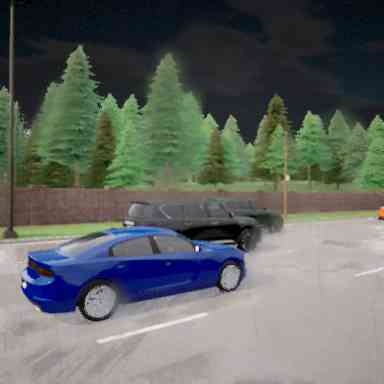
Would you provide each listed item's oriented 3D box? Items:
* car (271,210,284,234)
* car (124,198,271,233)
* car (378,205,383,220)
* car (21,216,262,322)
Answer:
[{"bbox_3d":[2.702,1.339,18.574,5.566,2.045,2.150,1,0,-36],"label":"car"},{"bbox_3d":[0.117,1.287,12.430,5.566,2.045,2.150,1,0,-36],"label":"car"},{"bbox_3d":[18.917,1.652,30.146,4.553,1.767,2.097,1,0,-36],"label":"car"},{"bbox_3d":[-0.959,1.509,7.363,5.008,1.535,1.882,1,0,-36],"label":"car"}]
